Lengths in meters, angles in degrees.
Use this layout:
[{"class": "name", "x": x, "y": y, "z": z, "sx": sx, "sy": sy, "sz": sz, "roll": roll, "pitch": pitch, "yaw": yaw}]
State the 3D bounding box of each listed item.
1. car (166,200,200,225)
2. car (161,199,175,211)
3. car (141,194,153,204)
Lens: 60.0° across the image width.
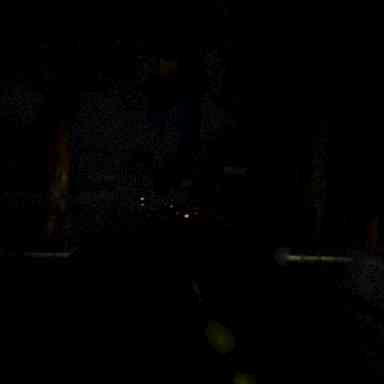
[{"class": "car", "x": -0.593, "y": 1.564, "z": 24.259, "sx": 1.994, "sy": 1.385, "sz": 4.181, "roll": 2, "pitch": 0, "yaw": -7}, {"class": "car", "x": -2.514, "y": 1.528, "z": 38.813, "sx": 1.994, "sy": 1.385, "sz": 4.181, "roll": 2, "pitch": 0, "yaw": -7}, {"class": "car", "x": -7.947, "y": 1.234, "z": 58.701, "sx": 2.097, "sy": 1.767, "sz": 4.553, "roll": 2, "pitch": 0, "yaw": -7}]
